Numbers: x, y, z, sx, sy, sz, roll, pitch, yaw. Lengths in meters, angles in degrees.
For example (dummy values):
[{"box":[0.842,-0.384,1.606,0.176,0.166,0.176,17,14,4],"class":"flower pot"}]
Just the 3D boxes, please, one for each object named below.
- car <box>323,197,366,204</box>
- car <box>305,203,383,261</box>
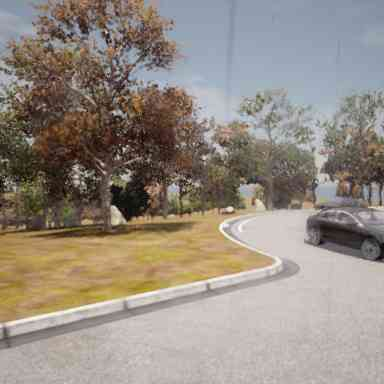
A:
[{"box":[13.953,1.171,31.075,5.357,1.411,2.033,-1,0,-27],"class":"car"},{"box":[5.962,1.343,11.800,2.128,1.511,4.902,-1,0,-13],"class":"car"}]
